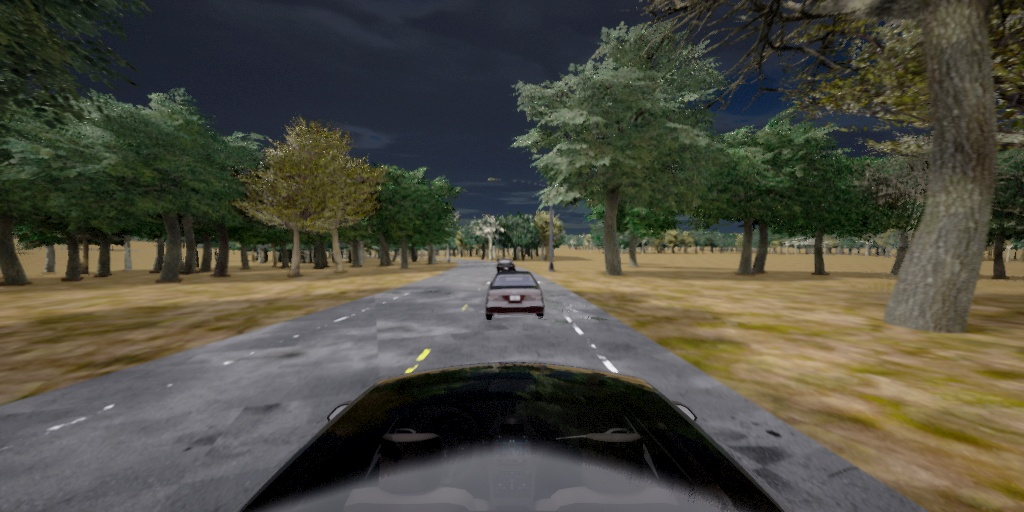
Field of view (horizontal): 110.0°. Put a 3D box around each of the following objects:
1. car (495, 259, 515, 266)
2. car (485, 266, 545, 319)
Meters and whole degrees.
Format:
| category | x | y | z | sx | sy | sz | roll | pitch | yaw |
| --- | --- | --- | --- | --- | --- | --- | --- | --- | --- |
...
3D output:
| category | x | y | z | sx | sy | sz | roll | pitch | yaw |
| --- | --- | --- | --- | --- | --- | --- | --- | --- | --- |
| car | -0.720 | 1.058 | 37.953 | 1.882 | 1.535 | 5.008 | 0 | 0 | -3 |
| car | 0.070 | 1.225 | 12.472 | 2.033 | 1.411 | 5.357 | -1 | 0 | 0 |
